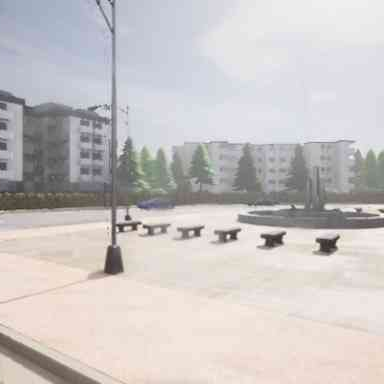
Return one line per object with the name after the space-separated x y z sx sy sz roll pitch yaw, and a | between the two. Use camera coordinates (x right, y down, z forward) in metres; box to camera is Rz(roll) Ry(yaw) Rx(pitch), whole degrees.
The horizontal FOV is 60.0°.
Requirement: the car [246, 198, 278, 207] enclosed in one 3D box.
10.606 1.637 50.375 4.718 1.301 1.895 0 0 -20 | car

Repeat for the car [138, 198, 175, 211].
-4.366 1.460 41.037 5.008 1.535 1.882 0 0 -42 | car
